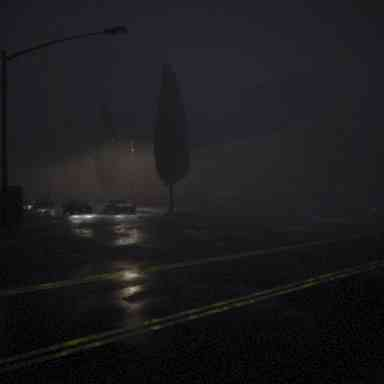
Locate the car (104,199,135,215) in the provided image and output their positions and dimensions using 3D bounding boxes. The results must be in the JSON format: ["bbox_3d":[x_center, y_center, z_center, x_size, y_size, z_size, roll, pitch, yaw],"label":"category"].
[{"bbox_3d":[-7.386,1.436,33.486,1.812,1.442,4.674,0,0,-36],"label":"car"}]

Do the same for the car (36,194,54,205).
[{"bbox_3d":[-26.630,1.306,60.098,2.097,1.767,4.553,0,0,-36],"label":"car"}]

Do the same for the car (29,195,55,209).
[{"bbox_3d":[-20.051,1.483,44.960,2.033,1.411,5.357,0,0,-36],"label":"car"}]

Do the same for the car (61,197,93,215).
[{"bbox_3d":[-11.325,1.499,32.957,1.994,1.385,4.181,0,0,-36],"label":"car"}]

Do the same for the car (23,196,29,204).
[{"bbox_3d":[-29.425,1.338,57.991,1.895,1.301,4.718,0,0,-36],"label":"car"}]

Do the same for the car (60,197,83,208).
[{"bbox_3d":[-17.064,1.438,46.808,1.812,1.442,4.674,0,0,-36],"label":"car"}]
